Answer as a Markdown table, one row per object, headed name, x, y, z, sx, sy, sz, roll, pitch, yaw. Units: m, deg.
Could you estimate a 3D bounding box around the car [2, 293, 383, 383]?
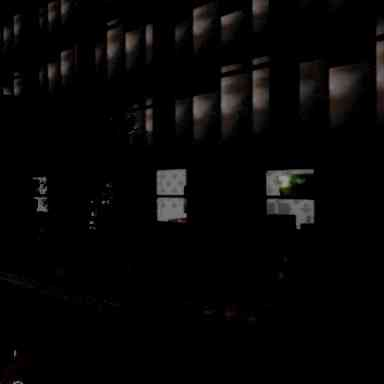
| name | x | y | z | sx | sy | sz | roll | pitch | yaw |
| --- | --- | --- | --- | --- | --- | --- | --- | --- | --- |
| car | 0.080 | 1.585 | 2.816 | 4.206 | 1.307 | 1.802 | 0 | 0 | 36 |
